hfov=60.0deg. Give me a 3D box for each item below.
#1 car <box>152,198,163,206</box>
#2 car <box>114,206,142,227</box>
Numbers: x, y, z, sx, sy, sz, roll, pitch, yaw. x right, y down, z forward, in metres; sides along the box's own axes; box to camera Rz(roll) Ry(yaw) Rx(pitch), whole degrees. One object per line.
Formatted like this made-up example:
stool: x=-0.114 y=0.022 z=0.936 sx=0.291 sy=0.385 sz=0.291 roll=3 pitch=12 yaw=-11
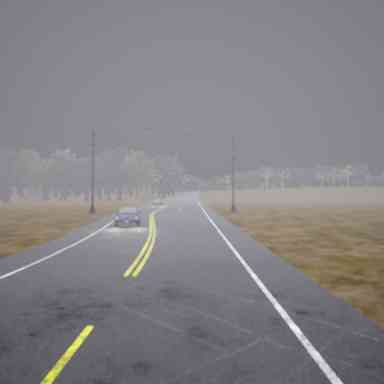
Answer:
car: x=-7.020 y=2.063 z=67.988 sx=1.812 sy=1.442 sz=4.674 roll=0 pitch=0 yaw=0
car: x=-4.902 y=1.845 z=25.874 sx=1.812 sy=1.442 sz=4.674 roll=0 pitch=-1 yaw=-7
